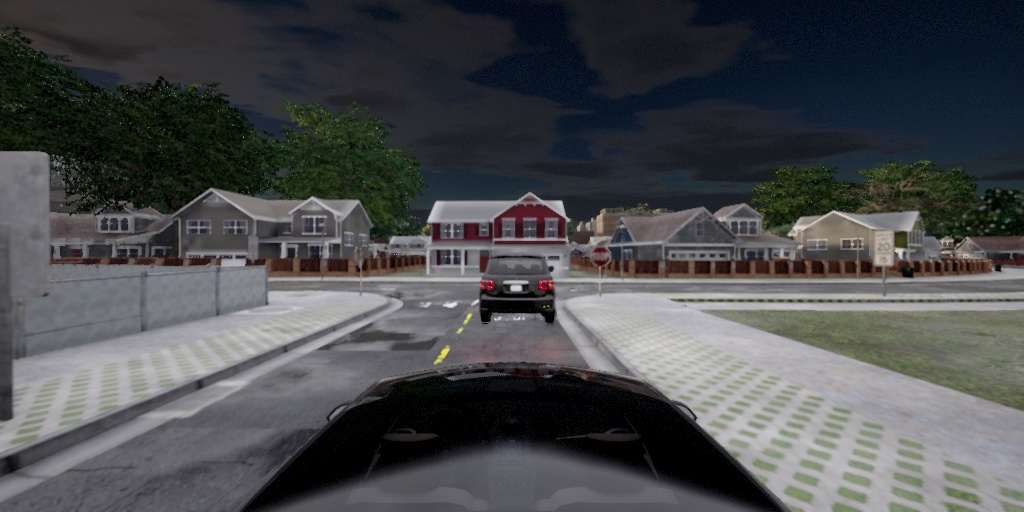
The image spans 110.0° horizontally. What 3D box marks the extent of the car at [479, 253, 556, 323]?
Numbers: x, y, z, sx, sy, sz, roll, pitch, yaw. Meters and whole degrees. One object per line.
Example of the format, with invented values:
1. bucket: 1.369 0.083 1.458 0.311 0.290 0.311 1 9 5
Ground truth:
1. car: 0.243 0.907 11.953 2.150 2.045 5.566 0 0 3
